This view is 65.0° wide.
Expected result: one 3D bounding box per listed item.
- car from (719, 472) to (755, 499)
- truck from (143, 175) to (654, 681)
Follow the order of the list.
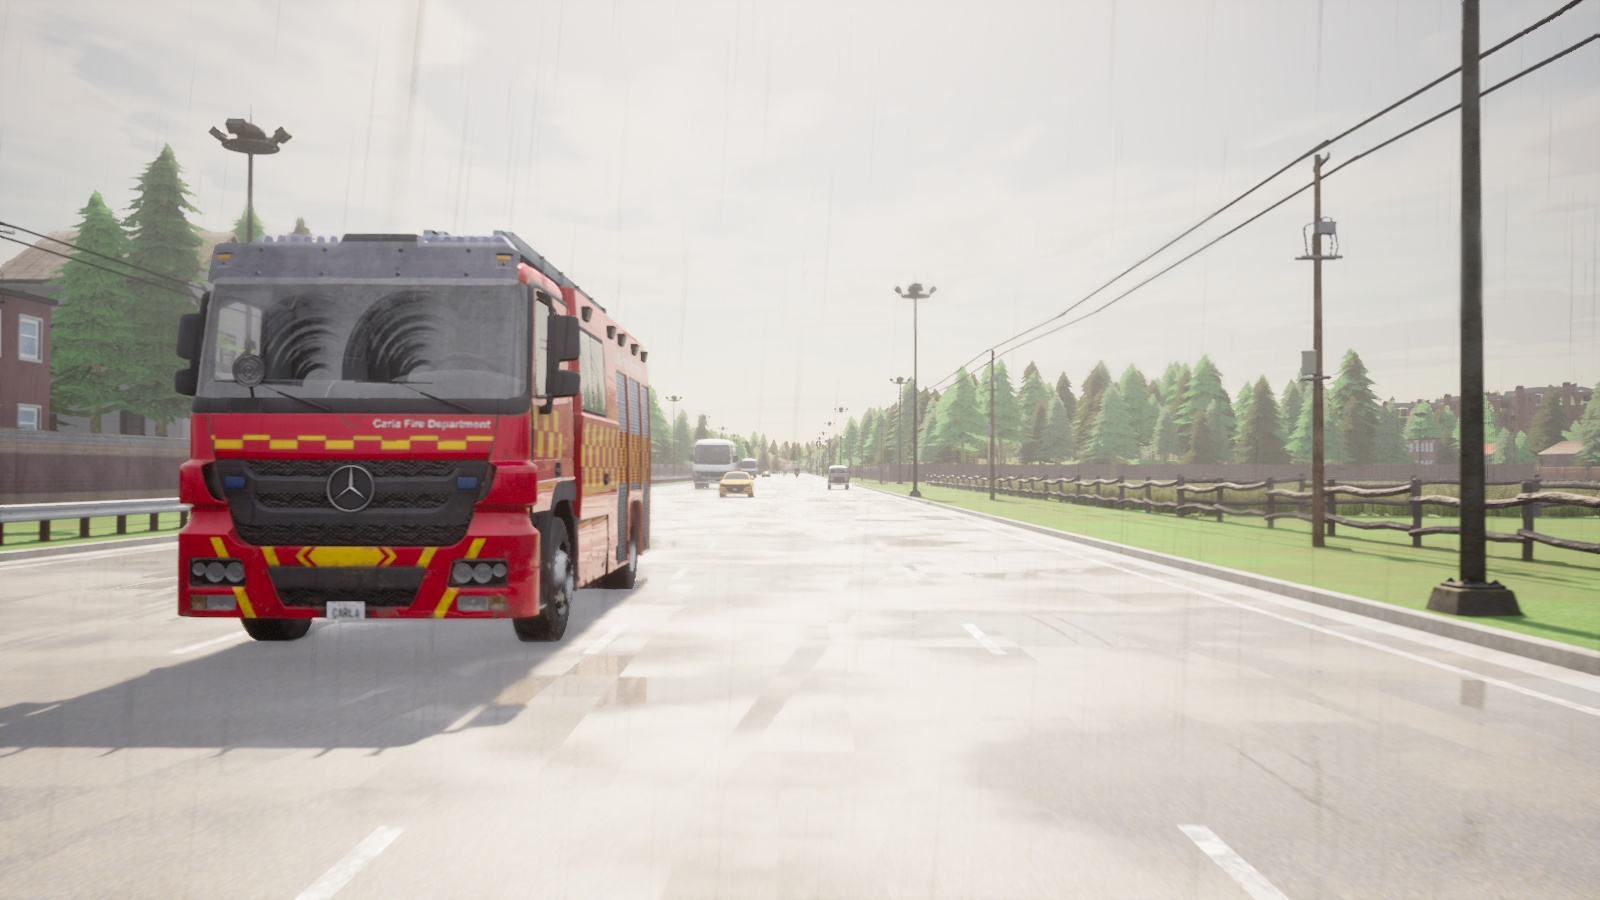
[{"bbox_3d":[-3.677,2.043,73.836,1.882,1.535,5.008,0,-1,0],"label":"car"},{"bbox_3d":[-3.538,-0.106,13.760,2.891,3.827,8.468,0,-1,0],"label":"truck"}]
